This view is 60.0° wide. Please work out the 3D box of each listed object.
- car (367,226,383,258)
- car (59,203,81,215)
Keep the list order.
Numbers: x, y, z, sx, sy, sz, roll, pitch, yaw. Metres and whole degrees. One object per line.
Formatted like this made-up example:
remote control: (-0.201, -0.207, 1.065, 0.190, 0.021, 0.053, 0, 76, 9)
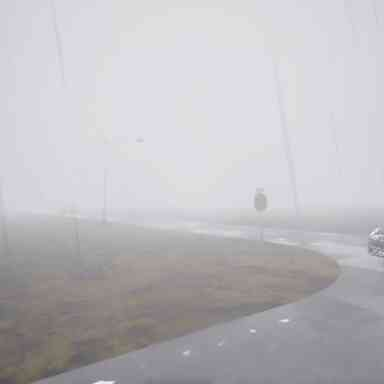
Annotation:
car: (8.087, 1.299, 10.649, 4.553, 1.767, 2.097, 0, -2, -8)
car: (-18.415, 2.538, 50.191, 2.097, 1.767, 4.553, 1, -2, -36)
